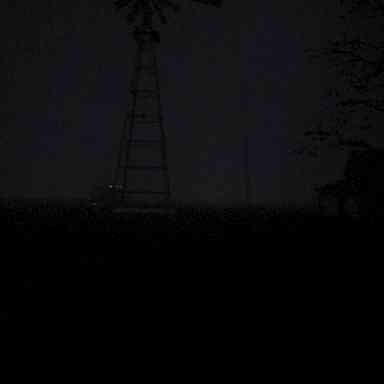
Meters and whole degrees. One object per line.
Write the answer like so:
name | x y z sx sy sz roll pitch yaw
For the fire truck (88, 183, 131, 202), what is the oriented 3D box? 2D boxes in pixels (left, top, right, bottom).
fire truck | -15.828 0.189 64.593 2.891 3.827 8.468 2 0 35
